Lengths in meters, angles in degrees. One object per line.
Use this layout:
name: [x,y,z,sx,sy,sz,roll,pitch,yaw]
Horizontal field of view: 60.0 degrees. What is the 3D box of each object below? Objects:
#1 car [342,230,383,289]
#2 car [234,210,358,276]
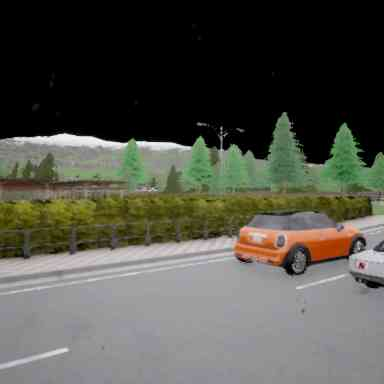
car: [5.830,1.603,7.909,4.718,1.301,1.895,0,0,-35]
car: [3.564,1.353,10.589,4.553,1.767,2.097,0,0,-36]
